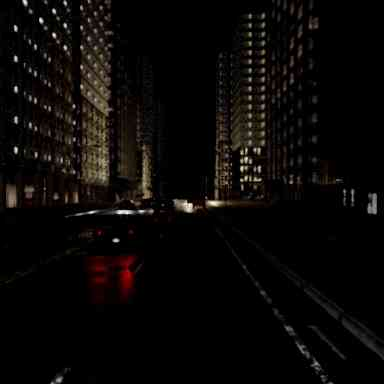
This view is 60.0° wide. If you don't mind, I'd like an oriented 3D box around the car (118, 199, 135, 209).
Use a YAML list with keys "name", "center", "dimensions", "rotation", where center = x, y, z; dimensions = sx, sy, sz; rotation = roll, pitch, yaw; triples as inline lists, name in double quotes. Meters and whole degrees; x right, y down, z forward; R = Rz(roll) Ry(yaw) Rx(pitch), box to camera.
- name: "car"
  center: [-9.818, 1.887, 50.324]
  dimensions: [2.128, 1.511, 4.902]
  rotation: [0, 0, 0]

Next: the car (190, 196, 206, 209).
- name: "car"
  center: [1.138, 1.649, 53.986]
  dimensions: [2.150, 2.045, 5.566]
  rotation: [0, 0, 0]

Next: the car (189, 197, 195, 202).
- name: "car"
  center: [0.000, 2.085, 92.408]
  dimensions: [1.882, 1.535, 5.008]
  rotation: [0, 0, 0]

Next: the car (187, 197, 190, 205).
- name: "car"
  center: [0.001, 1.795, 72.286]
  dimensions: [2.097, 1.767, 4.553]
  rotation: [0, 0, 0]

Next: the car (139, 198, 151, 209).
- name: "car"
  center: [-6.570, 1.744, 49.691]
  dimensions: [2.097, 1.767, 4.553]
  rotation: [0, -1, 0]

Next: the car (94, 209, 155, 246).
- name: "car"
  center: [-3.150, 1.727, 16.001]
  dimensions: [1.895, 1.301, 4.718]
  rotation: [0, 0, 0]

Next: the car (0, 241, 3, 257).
- name: "car"
  center: [-6.599, 1.663, 7.758]
  dimensions: [1.895, 1.301, 4.718]
  rotation: [0, 0, 0]

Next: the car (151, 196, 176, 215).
- name: "car"
  center: [-3.151, 1.527, 38.854]
  dimensions: [2.150, 2.045, 5.566]
  rotation: [0, 0, 0]
